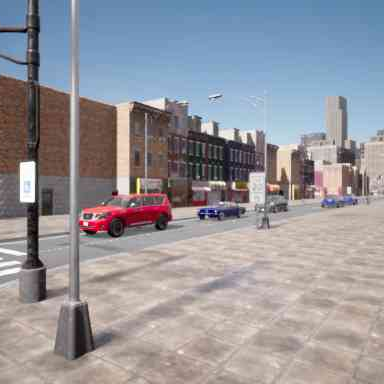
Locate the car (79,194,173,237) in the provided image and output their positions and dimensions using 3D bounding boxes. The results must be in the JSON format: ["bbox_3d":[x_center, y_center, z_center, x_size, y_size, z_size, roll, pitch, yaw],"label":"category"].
[{"bbox_3d":[-3.350,1.117,17.757,2.150,2.045,5.566,0,0,36],"label":"car"}]

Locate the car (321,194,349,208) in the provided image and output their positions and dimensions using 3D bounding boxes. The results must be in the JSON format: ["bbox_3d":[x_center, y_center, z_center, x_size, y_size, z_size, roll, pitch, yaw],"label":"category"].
[{"bbox_3d":[18.412,1.097,43.194,2.097,1.767,4.553,0,0,36],"label":"car"}]

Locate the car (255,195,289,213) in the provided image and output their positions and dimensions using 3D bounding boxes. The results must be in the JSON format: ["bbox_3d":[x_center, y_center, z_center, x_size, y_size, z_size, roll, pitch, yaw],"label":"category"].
[{"bbox_3d":[8.141,1.139,33.856,2.097,1.767,4.553,0,0,36],"label":"car"}]

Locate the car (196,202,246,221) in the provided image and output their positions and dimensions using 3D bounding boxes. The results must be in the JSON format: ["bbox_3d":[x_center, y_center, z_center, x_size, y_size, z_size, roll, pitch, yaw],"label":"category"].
[{"bbox_3d":[2.334,1.435,25.740,1.895,1.301,4.718,0,0,35],"label":"car"}]

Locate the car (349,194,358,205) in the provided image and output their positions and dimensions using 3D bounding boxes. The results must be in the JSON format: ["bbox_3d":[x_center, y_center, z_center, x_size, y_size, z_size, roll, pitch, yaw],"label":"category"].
[{"bbox_3d":[24.223,1.065,51.292,2.097,1.767,4.553,0,0,32],"label":"car"}]
